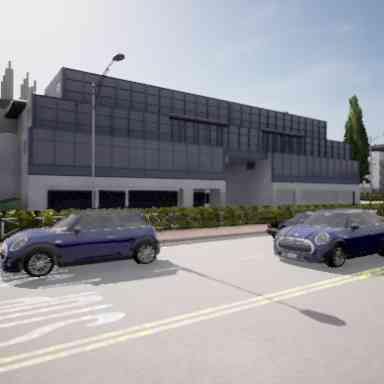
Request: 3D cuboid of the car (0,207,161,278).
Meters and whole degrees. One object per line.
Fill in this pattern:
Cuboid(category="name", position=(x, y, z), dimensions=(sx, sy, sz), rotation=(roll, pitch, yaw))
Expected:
Cuboid(category="car", position=(-3.323, 1.364, 10.301), dimensions=(4.553, 1.767, 2.097), rotation=(0, 0, -32))

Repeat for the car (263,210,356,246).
Cuboid(category="car", position=(5.851, 1.660, 16.398), dimensions=(4.718, 1.301, 1.895), rotation=(0, 0, -34))

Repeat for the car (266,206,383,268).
Cuboid(category="car", position=(4.969, 1.397, 11.564), dimensions=(4.553, 1.767, 2.097), rotation=(0, 0, -34))
